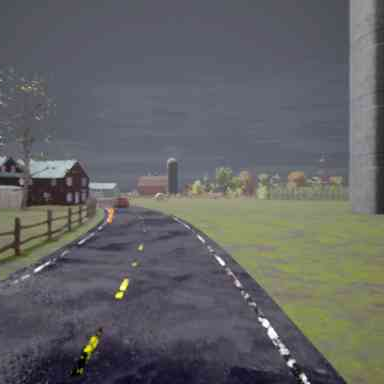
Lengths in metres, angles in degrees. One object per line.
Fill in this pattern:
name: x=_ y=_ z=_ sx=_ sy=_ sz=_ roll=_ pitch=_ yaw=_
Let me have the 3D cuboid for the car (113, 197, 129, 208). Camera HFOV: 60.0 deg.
car: x=-10.522 y=1.536 z=49.340 sx=1.882 sy=1.535 sz=5.008 roll=0 pitch=0 yaw=-20
